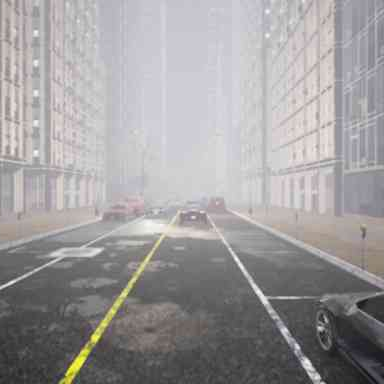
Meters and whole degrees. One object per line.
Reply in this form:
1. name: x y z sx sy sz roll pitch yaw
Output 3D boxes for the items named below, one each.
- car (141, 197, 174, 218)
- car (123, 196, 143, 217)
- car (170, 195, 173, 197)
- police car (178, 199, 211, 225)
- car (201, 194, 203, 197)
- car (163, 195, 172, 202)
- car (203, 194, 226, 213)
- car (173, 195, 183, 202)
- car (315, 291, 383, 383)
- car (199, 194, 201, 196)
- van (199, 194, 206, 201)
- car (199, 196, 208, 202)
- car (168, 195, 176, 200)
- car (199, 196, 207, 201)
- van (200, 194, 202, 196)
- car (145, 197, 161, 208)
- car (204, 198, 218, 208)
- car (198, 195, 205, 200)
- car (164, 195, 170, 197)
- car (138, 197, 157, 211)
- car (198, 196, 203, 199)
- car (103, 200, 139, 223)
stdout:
1. car: -3.092 1.533 31.014 2.128 1.511 4.902 0 0 0
2. car: -5.689 1.356 31.669 2.192 1.841 5.009 0 0 0
3. car: -5.682 1.578 71.387 1.752 1.417 4.829 0 0 0
4. police car: 0.102 1.542 24.881 2.038 1.542 4.974 0 0 0
5. car: 2.693 1.364 43.062 2.192 1.841 5.009 0 0 0
6. car: -5.681 1.491 77.258 1.967 1.590 4.097 0 0 0
7. car: 2.693 1.361 37.363 2.192 1.841 5.009 0 0 0
8. car: -2.989 1.516 73.128 1.837 1.490 4.892 0 0 0
9. car: 2.687 1.571 3.172 1.947 1.339 4.313 0 0 0
10. car: 2.696 1.369 60.157 2.192 1.841 5.009 0 0 0
11. van: 2.701 1.382 88.650 1.690 1.788 3.998 0 0 0
12. car: 2.700 1.601 77.255 2.008 1.369 4.403 0 0 0
13. car: -5.678 1.601 94.351 1.947 1.339 4.313 0 0 0
14. car: 2.701 1.628 82.952 1.802 1.307 4.206 0 0 0
15. van: 2.695 1.394 54.458 1.690 1.788 3.998 0 0 0
16. car: -5.686 1.491 48.764 1.967 1.590 4.097 0 0 0
17. car: 2.695 1.576 48.930 1.752 1.417 4.829 0 0 0
18. car: 2.703 1.579 94.349 1.887 1.381 4.507 0 0 0
19. car: -5.684 1.605 60.161 2.008 1.369 4.403 0 0 0
20. car: -5.687 1.489 43.065 1.967 1.590 4.097 0 0 0
21. car: 0.105 1.612 41.783 1.994 1.385 4.181 0 0 0
22. car: -5.689 1.581 25.970 1.887 1.381 4.507 0 0 0
